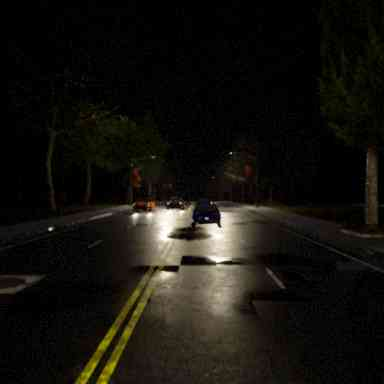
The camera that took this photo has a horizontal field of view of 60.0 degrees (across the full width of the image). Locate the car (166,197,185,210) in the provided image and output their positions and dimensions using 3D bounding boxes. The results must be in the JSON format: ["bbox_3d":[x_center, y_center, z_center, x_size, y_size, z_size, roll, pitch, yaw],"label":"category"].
[{"bbox_3d":[-2.053,1.401,42.436,2.097,1.767,4.553,0,0,1],"label":"car"}]

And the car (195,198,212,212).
[{"bbox_3d":[1.340,1.527,40.364,1.882,1.535,5.008,0,0,1],"label":"car"}]

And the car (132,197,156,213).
[{"bbox_3d":[-5.411,1.383,37.754,2.097,1.767,4.553,0,0,1],"label":"car"}]

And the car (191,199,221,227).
[{"bbox_3d":[0.963,1.497,23.057,1.882,1.535,5.008,0,0,1],"label":"car"}]
